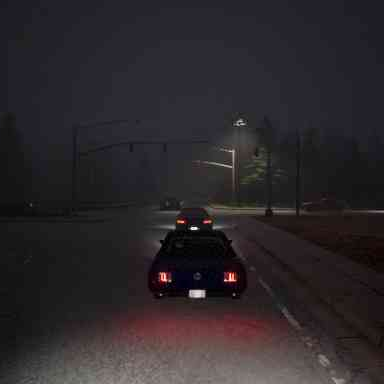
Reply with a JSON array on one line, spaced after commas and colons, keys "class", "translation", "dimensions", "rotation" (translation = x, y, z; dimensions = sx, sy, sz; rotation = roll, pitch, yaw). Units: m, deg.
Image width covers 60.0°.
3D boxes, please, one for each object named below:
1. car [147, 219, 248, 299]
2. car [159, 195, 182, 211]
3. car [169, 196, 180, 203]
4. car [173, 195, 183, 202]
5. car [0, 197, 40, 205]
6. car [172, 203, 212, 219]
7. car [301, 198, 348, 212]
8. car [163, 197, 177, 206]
[{"class": "car", "translation": [0.101, 1.596, 8.384], "dimensions": [1.895, 1.301, 4.718], "rotation": [0, 0, 0]}, {"class": "car", "translation": [-2.581, 1.339, 39.946], "dimensions": [2.097, 1.767, 4.553], "rotation": [0, 0, -16]}, {"class": "car", "translation": [-3.498, 1.481, 66.907], "dimensions": [1.812, 1.442, 4.674], "rotation": [0, 0, 1]}, {"class": "car", "translation": [-3.322, 1.499, 77.950], "dimensions": [1.994, 1.385, 4.181], "rotation": [0, 0, 1]}, {"class": "car", "translation": [-18.332, 1.363, 35.076], "dimensions": [4.553, 1.767, 2.097], "rotation": [0, 0, 1]}, {"class": "car", "translation": [0.104, 1.511, 17.439], "dimensions": [1.812, 1.442, 4.674], "rotation": [0, 0, 0]}, {"class": "car", "translation": [15.162, 1.473, 38.165], "dimensions": [5.008, 1.535, 1.882], "rotation": [0, 0, 1]}, {"class": "car", "translation": [-3.576, 1.529, 54.806], "dimensions": [1.994, 1.385, 4.181], "rotation": [0, 0, 0]}]
